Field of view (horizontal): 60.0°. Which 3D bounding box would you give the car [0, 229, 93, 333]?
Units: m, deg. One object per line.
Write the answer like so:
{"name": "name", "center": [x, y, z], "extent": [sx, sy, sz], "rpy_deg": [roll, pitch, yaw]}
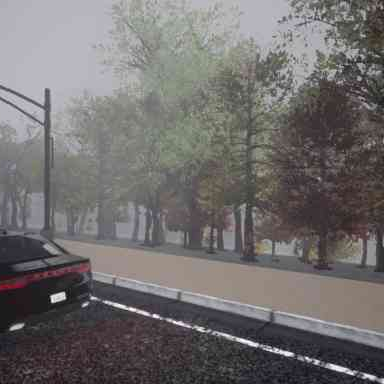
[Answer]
{"name": "car", "center": [-4.086, 1.477, 6.570], "extent": [5.008, 1.535, 1.882], "rpy_deg": [0, 0, 35]}
